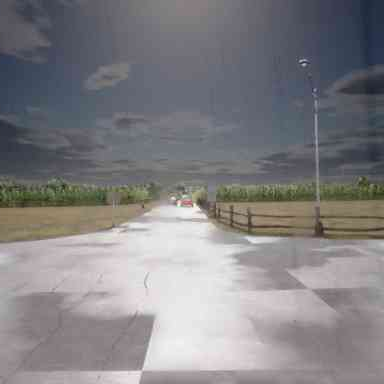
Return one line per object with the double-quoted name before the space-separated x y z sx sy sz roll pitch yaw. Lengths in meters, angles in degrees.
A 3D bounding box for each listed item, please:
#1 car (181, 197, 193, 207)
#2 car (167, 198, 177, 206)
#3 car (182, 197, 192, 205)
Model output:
"car" -0.871 1.610 57.492 2.097 1.767 4.553 0 0 -1
"car" -3.685 1.782 61.651 2.128 1.511 4.902 0 0 -1
"car" -1.023 1.848 67.527 1.837 1.490 4.892 0 -1 -1
